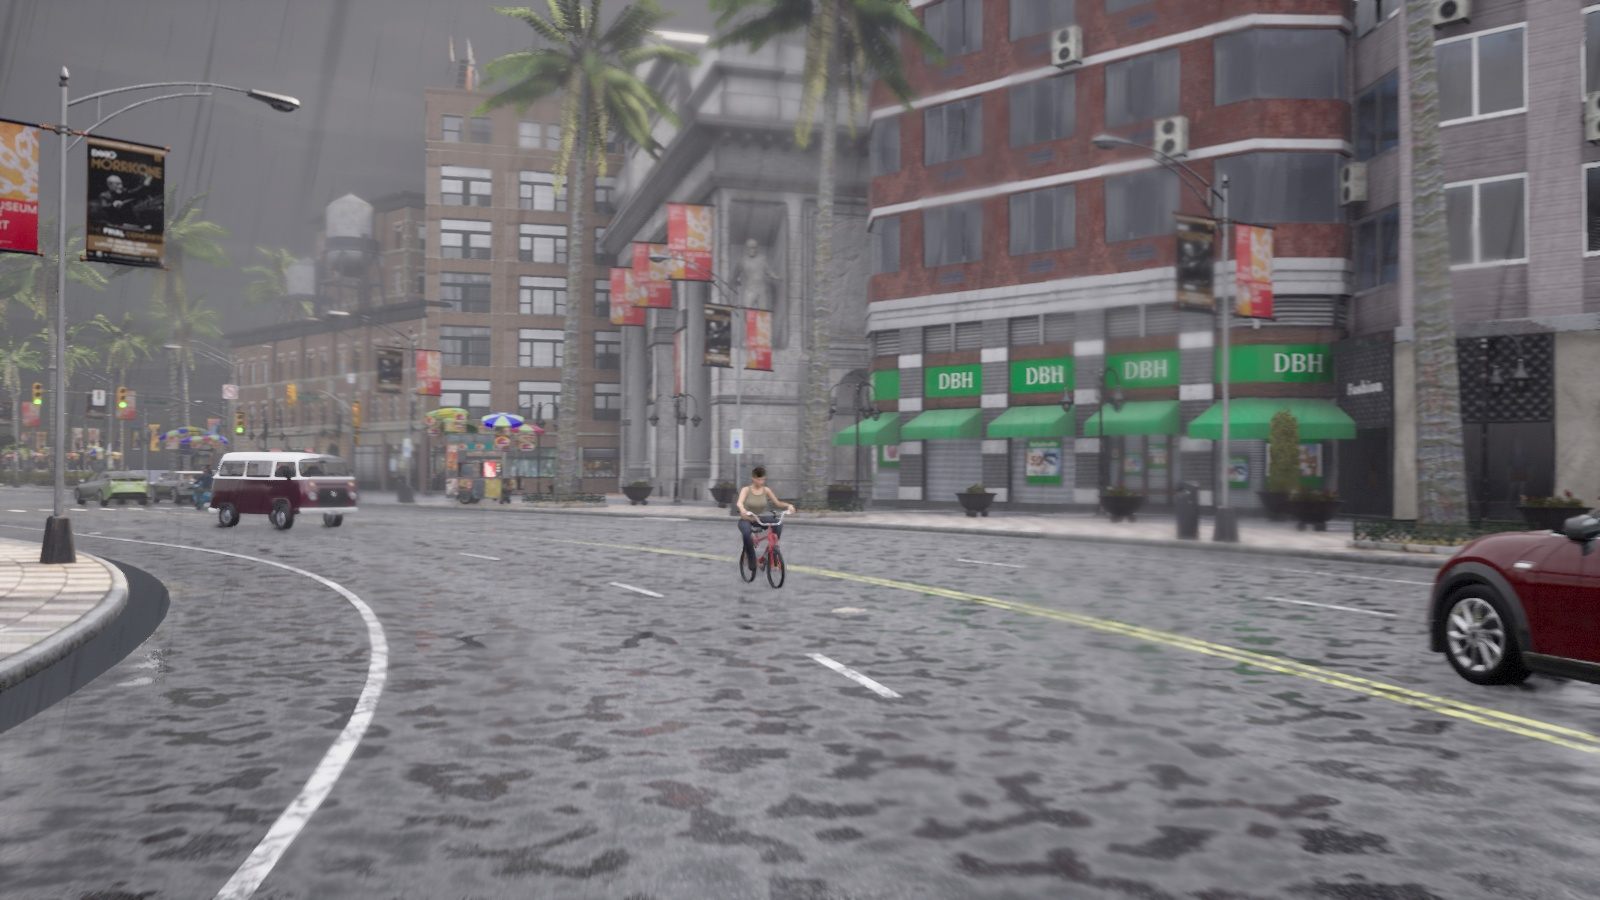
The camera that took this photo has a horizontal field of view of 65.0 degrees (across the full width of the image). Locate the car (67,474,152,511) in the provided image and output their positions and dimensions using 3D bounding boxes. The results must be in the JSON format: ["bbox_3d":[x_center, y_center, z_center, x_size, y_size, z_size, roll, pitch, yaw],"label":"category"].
[{"bbox_3d":[-30.028,1.835,54.542,4.514,1.525,2.007,-1,-1,44],"label":"car"}]

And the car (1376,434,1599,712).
[{"bbox_3d":[6.111,0.777,8.132,2.097,1.767,4.553,0,-1,-10],"label":"car"}]

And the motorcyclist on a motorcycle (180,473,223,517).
[{"bbox_3d":[-22.547,1.681,47.323,1.817,1.590,0.866,-1,-1,44],"label":"motorcyclist on a motorcycle"}]

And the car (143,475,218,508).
[{"bbox_3d":[-28.691,1.906,58.116,3.806,1.475,1.970,-1,-1,44],"label":"car"}]

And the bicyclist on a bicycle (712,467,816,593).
[{"bbox_3d":[-0.513,1.039,17.001,0.866,1.612,1.509,0,-1,-25],"label":"bicyclist on a bicycle"}]

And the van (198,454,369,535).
[{"bbox_3d":[-13.890,1.176,33.694,4.480,2.038,2.069,-1,-2,34],"label":"van"}]
